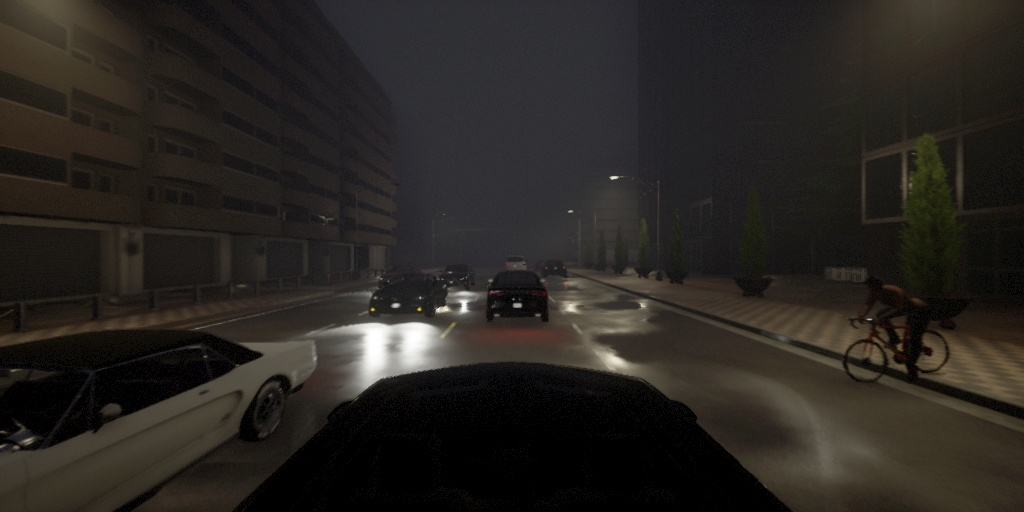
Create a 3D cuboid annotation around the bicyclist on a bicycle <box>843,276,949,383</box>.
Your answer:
[{"bbox_3d":[5.879,1.103,5.558,1.656,1.620,0.582,-9,0,0],"label":"bicyclist on a bicycle"}]

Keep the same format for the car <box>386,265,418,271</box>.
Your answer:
[{"bbox_3d":[-6.856,1.287,22.784,1.812,1.442,4.674,0,0,1],"label":"car"}]

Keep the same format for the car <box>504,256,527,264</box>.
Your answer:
[{"bbox_3d":[0.343,0.965,36.293,2.150,2.045,5.566,0,0,1],"label":"car"}]

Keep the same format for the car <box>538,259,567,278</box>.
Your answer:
[{"bbox_3d":[3.838,1.090,33.552,2.097,1.767,4.553,0,0,1],"label":"car"}]

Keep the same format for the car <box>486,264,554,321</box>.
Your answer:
[{"bbox_3d":[0.169,1.225,12.469,1.882,1.535,5.008,0,0,0],"label":"car"}]

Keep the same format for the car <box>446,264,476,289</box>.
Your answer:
[{"bbox_3d":[-3.434,1.256,23.003,1.837,1.490,4.892,0,0,1],"label":"car"}]

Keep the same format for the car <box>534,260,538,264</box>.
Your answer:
[{"bbox_3d":[3.959,1.212,47.777,1.882,1.535,5.008,0,0,1],"label":"car"}]

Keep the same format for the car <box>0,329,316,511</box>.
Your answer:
[{"bbox_3d":[-3.573,1.357,2.603,1.895,1.301,4.718,0,0,0],"label":"car"}]

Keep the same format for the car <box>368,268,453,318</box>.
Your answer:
[{"bbox_3d":[-3.547,1.318,12.892,1.994,1.385,4.181,0,0,-1],"label":"car"}]
